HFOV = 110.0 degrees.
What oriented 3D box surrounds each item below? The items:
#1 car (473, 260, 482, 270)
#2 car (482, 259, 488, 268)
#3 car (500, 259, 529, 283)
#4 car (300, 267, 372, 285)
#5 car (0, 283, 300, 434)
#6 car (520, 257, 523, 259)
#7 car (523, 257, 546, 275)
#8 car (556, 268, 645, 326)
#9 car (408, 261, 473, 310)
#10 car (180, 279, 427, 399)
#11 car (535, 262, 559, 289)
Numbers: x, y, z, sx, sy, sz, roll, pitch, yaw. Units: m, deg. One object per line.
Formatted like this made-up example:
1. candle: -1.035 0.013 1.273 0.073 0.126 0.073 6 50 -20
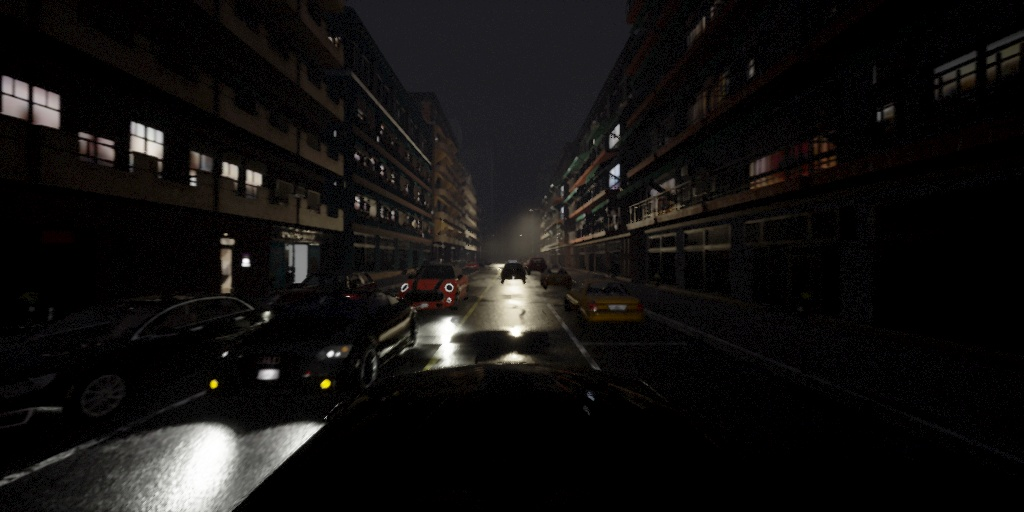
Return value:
1. car: -5.678 1.355 51.081 1.802 1.307 4.207 0 0 0
2. car: -5.676 1.346 62.446 1.948 1.339 4.313 0 0 0
3. car: 0.106 1.266 28.173 1.837 1.490 4.892 0 1 0
4. car: -5.687 1.194 11.304 1.967 1.591 4.097 0 0 0
5. car: -5.688 1.303 5.621 2.007 1.370 4.403 0 0 0
6. car: 0.112 1.262 49.281 2.128 1.511 4.902 0 0 0
7. car: 2.699 1.079 39.717 2.192 1.841 5.009 0 0 0
8. car: 2.692 1.278 11.474 1.751 1.417 4.829 0 0 0
9. car: -2.997 1.107 14.520 2.097 1.767 4.553 0 0 0
10. car: -3.091 1.316 6.533 1.994 1.385 4.181 0 0 0
11. car: 2.695 1.282 22.839 1.751 1.417 4.829 0 0 0
